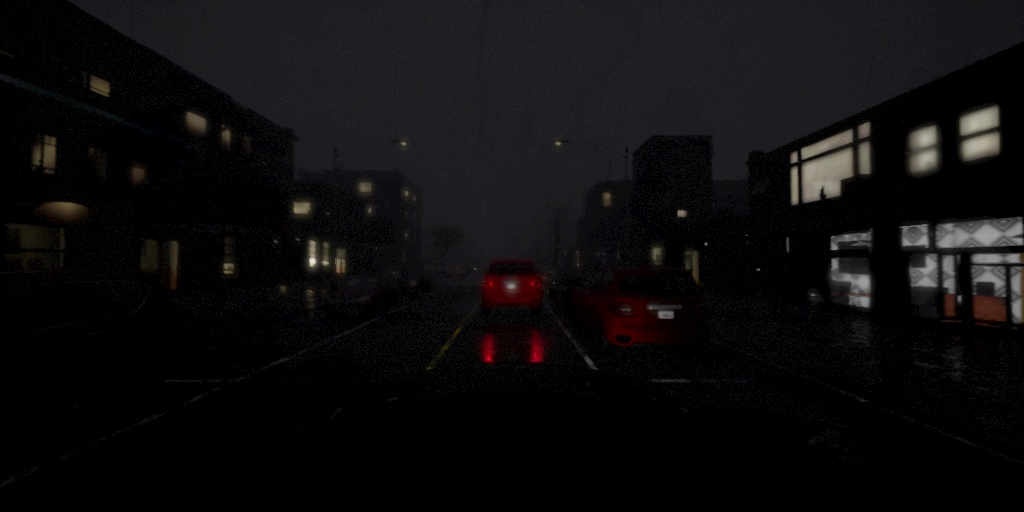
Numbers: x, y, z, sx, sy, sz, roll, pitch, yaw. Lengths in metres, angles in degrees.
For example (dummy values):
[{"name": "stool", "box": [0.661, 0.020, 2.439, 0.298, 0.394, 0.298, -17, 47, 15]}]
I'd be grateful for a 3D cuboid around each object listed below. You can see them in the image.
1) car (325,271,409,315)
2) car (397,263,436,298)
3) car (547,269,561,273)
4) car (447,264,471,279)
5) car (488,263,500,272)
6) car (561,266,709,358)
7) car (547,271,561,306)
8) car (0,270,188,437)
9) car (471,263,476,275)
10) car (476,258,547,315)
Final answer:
[{"name": "car", "box": [-5.693, 1.463, 14.185, 1.802, 1.307, 4.207, 0, 0, 0]}, {"name": "car", "box": [-5.694, 1.379, 19.718, 1.967, 1.591, 4.097, 0, 0, 0]}, {"name": "car", "box": [2.686, 1.505, 19.719, 1.948, 1.339, 4.313, 0, 0, 0]}, {"name": "car", "box": [-5.769, 1.659, 37.791, 1.751, 1.417, 4.829, 0, 0, 0]}, {"name": "car", "box": [-3.066, 1.901, 62.182, 1.837, 1.490, 4.892, 0, -1, 1]}, {"name": "car", "box": [2.690, 1.138, 8.654, 2.192, 1.841, 5.009, 0, 0, 0]}, {"name": "car", "box": [2.688, 1.447, 14.186, 1.948, 1.339, 4.313, 0, 0, 0]}, {"name": "car", "box": [-5.690, 1.080, 3.120, 2.192, 1.841, 5.009, 0, 0, 0]}, {"name": "car", "box": [-5.826, 1.803, 49.026, 2.007, 1.370, 4.403, 0, 0, 0]}, {"name": "car", "box": [0.004, 1.109, 14.464, 2.150, 2.045, 5.566, 0, 0, 0]}]
